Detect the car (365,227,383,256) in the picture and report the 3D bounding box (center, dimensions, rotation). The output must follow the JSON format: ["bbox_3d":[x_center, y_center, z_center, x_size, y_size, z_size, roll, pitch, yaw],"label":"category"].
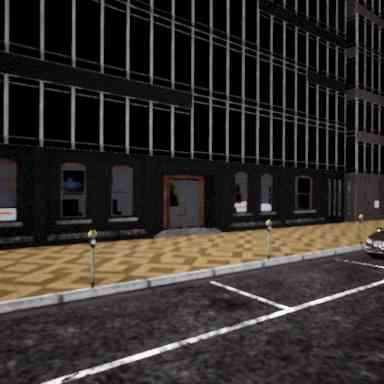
[{"bbox_3d":[8.180,1.674,12.397,4.403,1.369,2.008,1,0,-36],"label":"car"}]
